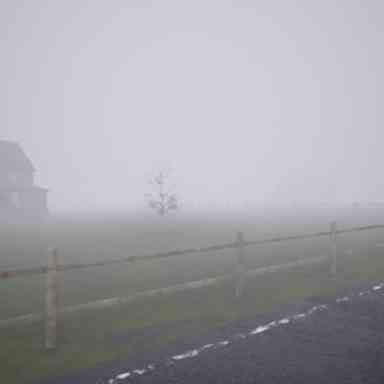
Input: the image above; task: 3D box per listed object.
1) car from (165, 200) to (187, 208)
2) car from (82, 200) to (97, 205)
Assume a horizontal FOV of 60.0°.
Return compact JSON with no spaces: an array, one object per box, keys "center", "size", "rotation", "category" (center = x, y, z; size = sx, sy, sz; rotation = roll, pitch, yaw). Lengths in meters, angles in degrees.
[{"center":[-3.023,2.323,63.148],"size":[4.902,1.511,2.128],"rotation":[-1,-1,45],"category":"car"},{"center":[-27.223,2.788,88.339],"size":[5.008,1.535,1.882],"rotation":[-1,-1,38],"category":"car"}]
